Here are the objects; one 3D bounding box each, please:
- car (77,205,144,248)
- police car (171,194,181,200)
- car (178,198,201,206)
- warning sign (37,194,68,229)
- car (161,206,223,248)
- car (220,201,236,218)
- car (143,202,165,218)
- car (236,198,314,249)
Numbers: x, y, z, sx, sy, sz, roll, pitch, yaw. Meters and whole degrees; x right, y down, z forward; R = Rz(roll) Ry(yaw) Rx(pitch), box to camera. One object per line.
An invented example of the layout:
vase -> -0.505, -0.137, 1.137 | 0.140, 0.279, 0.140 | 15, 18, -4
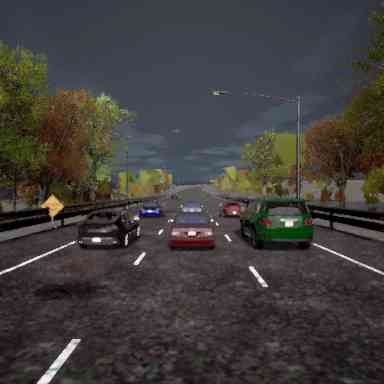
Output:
car -> -3.499, 1.509, 14.616 | 1.837, 1.490, 4.892 | 0, 0, 0
police car -> -4.549, 1.381, 89.307 | 1.930, 1.638, 5.238 | 0, 0, 0
car -> 0.000, 1.549, 29.622 | 2.033, 1.411, 5.357 | 0, 0, 0
warning sign -> -8.025, 1.105, 19.143 | 1.300, 1.860, 1.060 | 2, 2, 0
car -> 0.001, 1.556, 14.616 | 2.033, 1.411, 5.357 | 0, 0, 0
car -> 3.500, 1.519, 29.622 | 1.812, 1.442, 4.674 | 0, 0, 0
car -> -3.500, 1.558, 29.622 | 1.994, 1.385, 4.181 | 0, 0, 0
car -> 3.501, 1.251, 14.644 | 2.150, 2.045, 5.566 | 0, 0, 0
